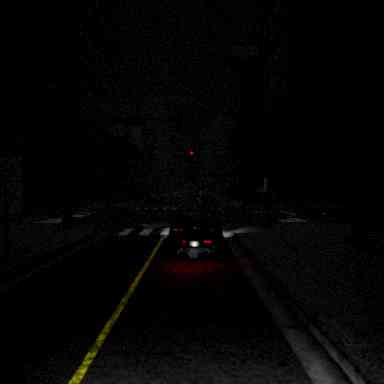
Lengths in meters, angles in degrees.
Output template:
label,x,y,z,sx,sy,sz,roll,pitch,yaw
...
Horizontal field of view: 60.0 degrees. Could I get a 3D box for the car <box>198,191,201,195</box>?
label,x,y,z,sx,sy,sz,roll,pitch,yaw
car,2.616,0.933,64.377,1.947,1.339,4.313,0,0,0

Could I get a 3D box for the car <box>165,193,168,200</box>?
label,x,y,z,sx,sy,sz,roll,pitch,yaw
car,-5.466,0.905,53.396,1.967,1.590,4.097,0,1,0

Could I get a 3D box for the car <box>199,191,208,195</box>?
label,x,y,z,sx,sy,sz,roll,pitch,yaw
car,2.587,0.998,58.867,1.802,1.307,4.206,0,1,0

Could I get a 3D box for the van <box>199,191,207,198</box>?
label,x,y,z,sx,sy,sz,roll,pitch,yaw
van,2.702,0.569,80.906,1.690,1.788,3.998,0,0,0

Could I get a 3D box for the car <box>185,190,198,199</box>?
label,x,y,z,sx,sy,sz,roll,pitch,yaw
car,0.034,0.768,75.003,1.837,1.490,4.892,0,0,0

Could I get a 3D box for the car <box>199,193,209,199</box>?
label,x,y,z,sx,sy,sz,roll,pitch,yaw
car,2.673,0.824,75.398,2.008,1.369,4.403,0,0,0

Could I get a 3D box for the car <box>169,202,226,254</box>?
label,x,y,z,sx,sy,sz,roll,pitch,yaw
car,0.253,1.363,12.921,1.837,1.490,4.892,0,1,4

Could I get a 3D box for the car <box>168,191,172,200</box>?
label,x,y,z,sx,sy,sz,roll,pitch,yaw
car,-5.409,0.948,64.418,1.802,1.307,4.206,0,1,0

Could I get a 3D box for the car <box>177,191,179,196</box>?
label,x,y,z,sx,sy,sz,roll,pitch,yaw
car,-5.265,0.689,91.971,2.008,1.369,4.403,0,0,0

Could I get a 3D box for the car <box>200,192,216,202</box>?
label,x,y,z,sx,sy,sz,roll,pitch,yaw
car,2.530,1.083,47.845,1.947,1.339,4.313,0,1,0

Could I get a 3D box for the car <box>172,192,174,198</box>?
label,x,y,z,sx,sy,sz,roll,pitch,yaw
car,-5.380,0.869,69.929,2.008,1.369,4.403,0,1,0

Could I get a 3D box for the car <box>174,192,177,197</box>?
label,x,y,z,sx,sy,sz,roll,pitch,yaw
car,-5.323,0.667,80.949,1.967,1.590,4.097,0,0,0

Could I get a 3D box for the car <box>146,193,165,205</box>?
label,x,y,z,sx,sy,sz,roll,pitch,yaw
car,-5.495,0.956,47.886,1.967,1.590,4.097,0,1,0
